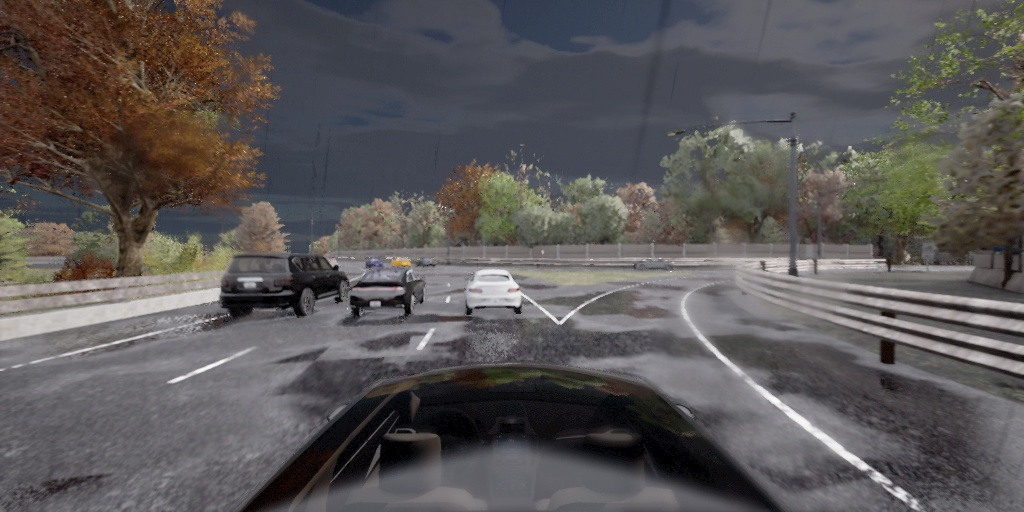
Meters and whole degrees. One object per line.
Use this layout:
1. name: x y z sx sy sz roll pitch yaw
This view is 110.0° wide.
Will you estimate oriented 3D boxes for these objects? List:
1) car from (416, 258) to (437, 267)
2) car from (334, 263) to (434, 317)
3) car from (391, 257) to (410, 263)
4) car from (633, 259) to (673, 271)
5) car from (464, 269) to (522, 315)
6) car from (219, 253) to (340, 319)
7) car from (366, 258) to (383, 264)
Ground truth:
1. car: -12.625 0.962 52.548 2.033 1.411 5.357 0 0 -30
2. car: -4.261 1.172 12.898 2.128 1.511 4.902 0 0 -6
3. car: -15.945 0.910 51.313 1.882 1.535 5.008 0 1 -30
4. car: 15.767 0.999 40.232 4.181 1.385 1.994 0 0 7
5. car: -0.758 1.194 13.196 1.812 1.442 4.674 0 0 -6
6. car: -7.725 0.911 12.826 2.150 2.045 5.566 0 0 -7
7. car: -19.130 0.977 49.841 1.812 1.442 4.674 0 1 -30
